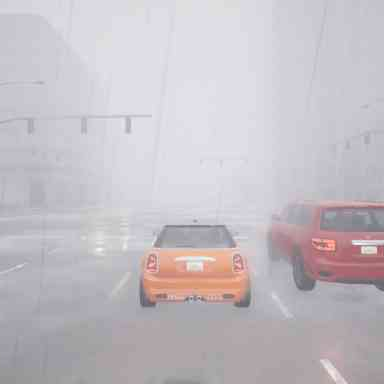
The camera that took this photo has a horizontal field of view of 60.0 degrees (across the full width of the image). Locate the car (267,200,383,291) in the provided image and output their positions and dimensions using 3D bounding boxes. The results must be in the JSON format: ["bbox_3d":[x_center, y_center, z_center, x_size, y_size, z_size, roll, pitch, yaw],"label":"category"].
[{"bbox_3d":[3.556,1.221,9.134,2.150,2.045,5.566,0,0,3],"label":"car"}]

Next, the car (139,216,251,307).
[{"bbox_3d":[0.077,1.352,8.115,2.097,1.767,4.553,0,0,1],"label":"car"}]

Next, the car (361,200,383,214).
[{"bbox_3d":[20.540,1.564,35.269,4.181,1.385,1.994,0,0,1],"label":"car"}]

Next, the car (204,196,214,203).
[{"bbox_3d":[3.709,1.525,71.099,1.812,1.442,4.674,0,0,0],"label":"car"}]
